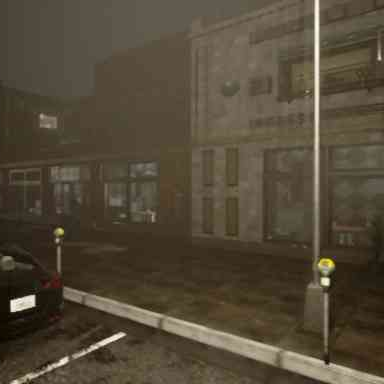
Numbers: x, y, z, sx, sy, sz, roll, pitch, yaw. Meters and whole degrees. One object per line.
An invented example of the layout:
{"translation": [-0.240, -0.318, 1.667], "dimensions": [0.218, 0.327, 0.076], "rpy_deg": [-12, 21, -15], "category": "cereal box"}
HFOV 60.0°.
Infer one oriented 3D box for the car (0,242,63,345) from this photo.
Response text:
{"translation": [-3.976, 1.535, 5.713], "dimensions": [4.313, 1.339, 1.947], "rpy_deg": [0, 0, 35], "category": "car"}
